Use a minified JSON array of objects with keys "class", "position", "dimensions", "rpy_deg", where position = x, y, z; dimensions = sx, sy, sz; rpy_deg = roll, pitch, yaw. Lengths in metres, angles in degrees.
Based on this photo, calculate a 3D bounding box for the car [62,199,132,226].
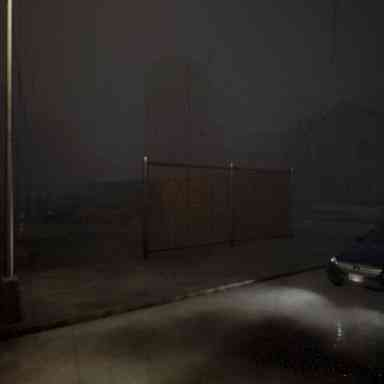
[{"class":"car","position":[-6.265,1.430,22.673],"dimensions":[4.193,1.474,1.816],"rpy_deg":[0,0,-36]}]

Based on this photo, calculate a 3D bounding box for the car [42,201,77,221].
[{"class":"car","position":[-10.443,1.464,26.203],"dimensions":[2.207,1.379,1.481],"rpy_deg":[0,0,-36]}]

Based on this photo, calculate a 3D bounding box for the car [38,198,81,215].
[{"class":"car","position":[-13.216,1.428,33.167],"dimensions":[3.633,1.501,1.845],"rpy_deg":[0,0,-36]}]

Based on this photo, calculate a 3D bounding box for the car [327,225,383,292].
[{"class":"car","position":[5.321,1.542,8.288],"dimensions":[4.674,1.442,1.812],"rpy_deg":[0,0,-35]}]

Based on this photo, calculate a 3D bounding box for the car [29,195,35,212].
[{"class":"car","position":[-16.270,1.417,36.457],"dimensions":[1.789,1.547,3.705],"rpy_deg":[0,0,-36]}]

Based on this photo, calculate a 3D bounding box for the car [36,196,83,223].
[{"class":"car","position":[-8.708,1.361,24.825],"dimensions":[4.611,1.667,2.242],"rpy_deg":[0,0,-36]}]

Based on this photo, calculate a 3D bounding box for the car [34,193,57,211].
[{"class":"car","position":[-10.996,1.256,28.464],"dimensions":[3.866,1.878,1.905],"rpy_deg":[0,0,-36]}]

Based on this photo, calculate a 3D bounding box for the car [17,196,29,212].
[{"class":"car","position":[-16.272,1.489,36.735],"dimensions":[5.357,1.415,2.033],"rpy_deg":[0,0,-36]}]
